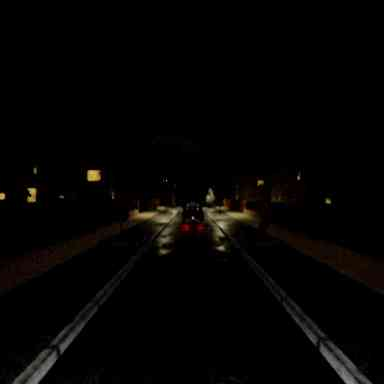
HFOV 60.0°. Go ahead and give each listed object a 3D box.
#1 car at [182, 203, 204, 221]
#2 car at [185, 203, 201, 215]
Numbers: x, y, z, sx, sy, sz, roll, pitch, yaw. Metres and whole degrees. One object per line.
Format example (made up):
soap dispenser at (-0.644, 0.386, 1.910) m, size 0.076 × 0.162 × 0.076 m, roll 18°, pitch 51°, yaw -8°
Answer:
car at (0.086, 1.903, 30.001) m, size 1.895 × 1.301 × 4.718 m, roll 0°, pitch -1°, yaw 0°
car at (0.082, 2.029, 41.336) m, size 1.895 × 1.301 × 4.718 m, roll 0°, pitch -1°, yaw 0°
